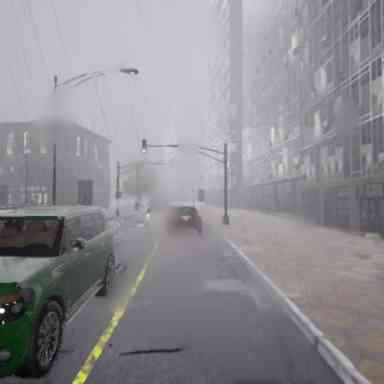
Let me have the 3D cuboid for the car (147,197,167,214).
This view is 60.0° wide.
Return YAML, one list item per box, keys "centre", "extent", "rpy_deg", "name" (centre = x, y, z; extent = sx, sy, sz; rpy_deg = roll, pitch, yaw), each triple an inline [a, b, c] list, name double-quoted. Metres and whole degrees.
- centre: [-4.751, 1.907, 43.844]
  extent: [2.097, 1.767, 4.553]
  rpy_deg: [0, -1, -5]
  name: "car"

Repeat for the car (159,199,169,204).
- centre: [-7.228, 2.497, 85.518]
  extent: [1.895, 1.301, 4.718]
  rpy_deg: [0, -1, -10]
  name: "car"

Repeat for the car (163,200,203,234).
- centre: [-0.586, 1.630, 21.433]
  extent: [2.097, 1.767, 4.553]
  rpy_deg: [0, -1, -6]
  name: "car"

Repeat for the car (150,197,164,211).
- centre: [-5.732, 1.902, 54.146]
  extent: [2.150, 2.045, 5.566]
  rpy_deg: [0, -1, -6]
  name: "car"

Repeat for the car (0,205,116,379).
- centre: [-2.891, 1.301, 5.984]
  extent: [2.150, 2.045, 5.566]
  rpy_deg: [0, -1, -1]
  name: "car"
